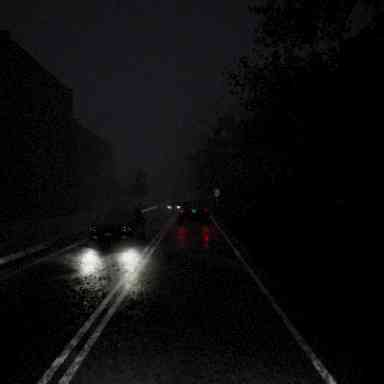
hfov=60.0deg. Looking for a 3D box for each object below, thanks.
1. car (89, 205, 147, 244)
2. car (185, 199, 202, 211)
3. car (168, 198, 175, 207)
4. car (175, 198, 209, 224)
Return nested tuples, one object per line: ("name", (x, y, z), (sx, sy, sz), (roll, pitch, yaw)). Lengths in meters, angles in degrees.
("car", (-3.330, 1.425, 15.742), (1.882, 1.535, 5.008), (0, 0, 0))
("car", (0.203, 1.621, 42.277), (2.033, 1.411, 5.357), (0, -1, 0))
("car", (-3.106, 1.820, 58.552), (1.812, 1.442, 4.674), (0, -1, 1))
("car", (0.132, 1.304, 24.053), (2.097, 1.767, 4.553), (0, 0, 0))
